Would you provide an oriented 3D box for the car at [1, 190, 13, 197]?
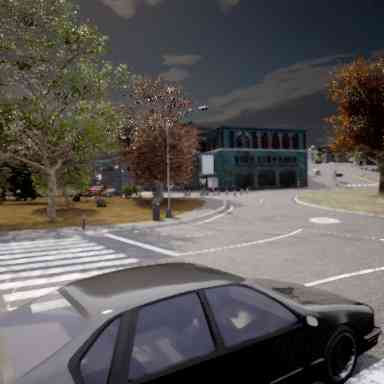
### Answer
[{"bbox_3d":[-38.244,0.158,71.029,2.185,1.767,4.553,0,2,18],"label":"car"}]

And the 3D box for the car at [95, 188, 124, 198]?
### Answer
[{"bbox_3d":[-12.183,0.221,51.278,2.231,1.521,4.892,-1,2,16],"label":"car"}]

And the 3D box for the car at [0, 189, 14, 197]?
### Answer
[{"bbox_3d":[-42.860,0.200,74.778,2.097,1.535,5.008,0,2,19],"label":"car"}]

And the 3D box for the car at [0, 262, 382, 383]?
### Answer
[{"bbox_3d":[-0.119,1.544,3.627,5.357,1.411,2.033,0,0,-35],"label":"car"}]

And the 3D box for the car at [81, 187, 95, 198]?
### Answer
[{"bbox_3d":[-14.600,0.008,52.992,2.435,2.045,5.566,-1,2,16],"label":"car"}]
